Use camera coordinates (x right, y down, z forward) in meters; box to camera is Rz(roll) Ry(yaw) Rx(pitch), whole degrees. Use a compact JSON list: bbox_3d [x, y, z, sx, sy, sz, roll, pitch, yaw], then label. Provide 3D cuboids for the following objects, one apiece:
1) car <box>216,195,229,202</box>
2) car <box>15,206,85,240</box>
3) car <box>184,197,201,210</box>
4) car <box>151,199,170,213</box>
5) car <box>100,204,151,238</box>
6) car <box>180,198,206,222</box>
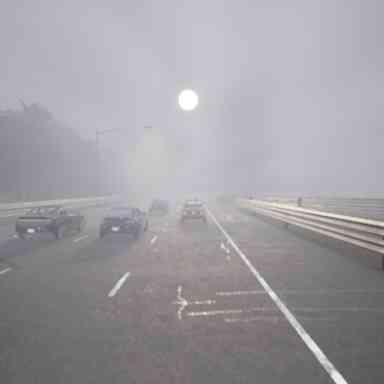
[{"bbox_3d":[6.143,1.314,67.493,1.994,1.385,4.181,0,0,-8],"label":"car"},{"bbox_3d":[-6.903,1.442,16.696,2.128,1.511,4.902,0,0,0],"label":"car"},{"bbox_3d":[0.098,1.408,41.306,1.994,1.385,4.181,0,0,0],"label":"car"},{"bbox_3d":[-3.401,1.419,35.135,2.033,1.411,5.357,0,0,0],"label":"car"},{"bbox_3d":[-3.413,1.474,17.104,1.812,1.442,4.674,0,0,0],"label":"car"},{"bbox_3d":[0.099,1.463,25.220,2.033,1.411,5.357,0,0,0],"label":"car"}]
